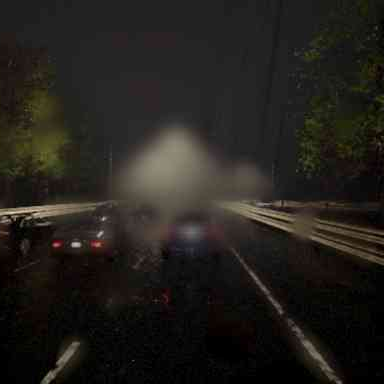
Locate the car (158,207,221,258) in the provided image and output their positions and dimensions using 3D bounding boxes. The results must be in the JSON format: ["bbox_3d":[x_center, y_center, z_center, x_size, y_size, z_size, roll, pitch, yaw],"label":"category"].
[{"bbox_3d":[-0.039,1.500,13.595,2.097,1.767,4.553,0,-1,0],"label":"car"}]

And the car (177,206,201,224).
[{"bbox_3d":[-0.245,1.918,28.504,1.895,1.301,4.718,0,-1,-1],"label":"car"}]

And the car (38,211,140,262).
[{"bbox_3d":[-3.539,1.687,12.684,2.033,1.411,5.357,0,-1,0],"label":"car"}]

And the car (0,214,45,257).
[{"bbox_3d":[-7.039,1.642,13.627,2.128,1.511,4.902,0,0,0],"label":"car"}]

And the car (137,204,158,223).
[{"bbox_3d":[-3.747,1.826,28.695,1.837,1.490,4.892,0,0,-1],"label":"car"}]

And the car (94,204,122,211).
[{"bbox_3d":[-7.248,1.826,28.657,1.837,1.490,4.892,0,0,-1],"label":"car"}]
